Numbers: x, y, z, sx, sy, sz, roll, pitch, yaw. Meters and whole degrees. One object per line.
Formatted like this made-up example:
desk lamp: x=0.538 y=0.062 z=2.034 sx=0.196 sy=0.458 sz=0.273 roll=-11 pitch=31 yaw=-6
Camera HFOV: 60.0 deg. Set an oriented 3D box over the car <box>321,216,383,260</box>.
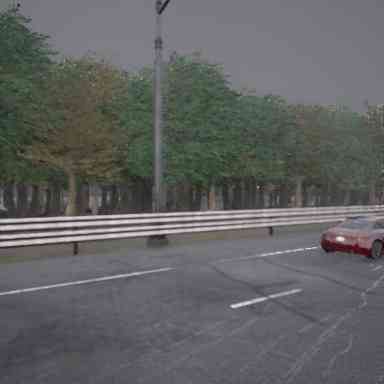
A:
car: x=6.844 y=1.607 z=12.651 sx=4.181 sy=1.385 sz=1.994 roll=0 pitch=0 yaw=-33
